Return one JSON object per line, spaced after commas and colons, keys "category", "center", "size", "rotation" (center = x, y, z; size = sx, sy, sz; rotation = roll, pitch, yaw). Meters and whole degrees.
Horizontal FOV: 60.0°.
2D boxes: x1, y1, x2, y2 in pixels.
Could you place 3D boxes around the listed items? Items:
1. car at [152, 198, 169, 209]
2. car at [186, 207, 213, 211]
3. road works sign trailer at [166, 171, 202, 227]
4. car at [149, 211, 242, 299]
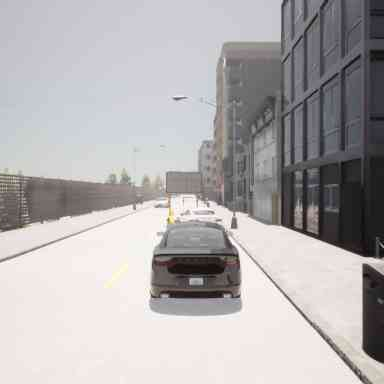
{"category": "car", "center": [-4.135, 1.525, 45.441], "size": [1.812, 1.442, 4.674], "rotation": [0, 0, 0]}
{"category": "car", "center": [0.394, 1.540, 17.881], "size": [1.812, 1.442, 4.674], "rotation": [0, -1, -9]}
{"category": "road works sign trailer", "center": [-0.569, 0.464, 21.365], "size": [2.380, 3.560, 2.880], "rotation": [0, 0, -17]}
{"category": "car", "center": [0.074, 1.477, 8.530], "size": [1.882, 1.535, 5.008], "rotation": [0, 0, 0]}
